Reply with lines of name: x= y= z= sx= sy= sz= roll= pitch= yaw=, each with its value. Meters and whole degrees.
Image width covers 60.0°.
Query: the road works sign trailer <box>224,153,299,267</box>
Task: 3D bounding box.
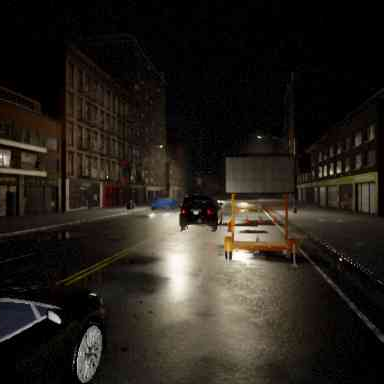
road works sign trailer: x=2.344 y=0.465 z=11.597 sx=2.380 sy=3.560 sz=2.880 roll=0 pitch=0 yaw=9

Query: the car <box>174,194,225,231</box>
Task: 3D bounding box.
car: x=0.647 y=1.223 z=20.731 sx=2.150 sy=2.045 sz=5.566 roll=0 pitch=0 yaw=9

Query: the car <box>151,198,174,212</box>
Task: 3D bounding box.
car: x=-3.273 y=1.478 z=38.266 sx=1.882 sy=1.535 sz=5.008 roll=0 pitch=0 yaw=9

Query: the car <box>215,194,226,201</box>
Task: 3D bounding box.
car: x=6.777 y=1.302 z=78.934 sx=2.097 sy=1.767 sz=4.553 roll=0 pitch=0 yaw=9

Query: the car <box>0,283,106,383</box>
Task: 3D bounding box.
car: x=-2.317 y=1.491 z=2.580 sx=2.128 sy=1.511 sz=4.902 roll=0 pitch=0 yaw=9

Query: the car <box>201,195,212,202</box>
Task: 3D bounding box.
car: x=3.497 y=1.431 z=79.018 sx=1.882 sy=1.535 sz=5.008 roll=0 pitch=0 yaw=9

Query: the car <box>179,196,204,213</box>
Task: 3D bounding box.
car: x=0.031 y=1.353 z=38.324 sx=2.097 sy=1.767 sz=4.553 roll=0 pitch=0 yaw=9
